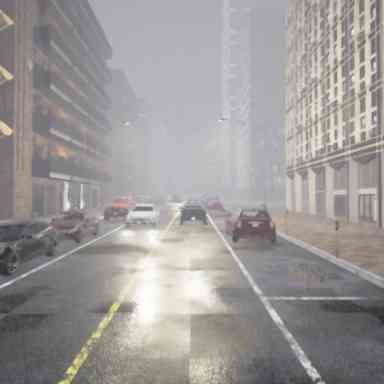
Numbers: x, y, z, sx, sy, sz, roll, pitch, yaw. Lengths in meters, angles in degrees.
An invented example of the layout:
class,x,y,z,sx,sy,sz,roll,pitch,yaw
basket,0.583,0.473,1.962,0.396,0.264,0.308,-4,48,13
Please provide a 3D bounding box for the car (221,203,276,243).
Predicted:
class,x,y,z,sx,sy,sz,roll,pitch,yaw
car,2.704,1.434,16.039,1.967,1.590,4.097,1,0,0

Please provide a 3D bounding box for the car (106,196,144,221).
class,x,y,z,sx,sy,sz,roll,pitch,yaw
car,-5.642,1.305,27.035,2.192,1.841,5.009,1,0,0

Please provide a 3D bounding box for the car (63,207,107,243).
class,x,y,z,sx,sy,sz,roll,pitch,yaw
car,-5.646,1.576,15.942,1.802,1.307,4.206,1,0,0

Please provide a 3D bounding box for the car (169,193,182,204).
class,x,y,z,sx,sy,sz,roll,pitch,yaw
car,-3.034,1.325,64.109,2.097,1.767,4.553,0,0,0

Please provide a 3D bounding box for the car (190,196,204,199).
class,x,y,z,sx,sy,sz,roll,pitch,yaw
car,0.091,1.530,42.711,2.033,1.411,5.357,0,0,0

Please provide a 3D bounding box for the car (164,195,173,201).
class,x,y,z,sx,sy,sz,roll,pitch,yaw
car,-5.690,1.490,81.774,1.752,1.417,4.829,1,0,0

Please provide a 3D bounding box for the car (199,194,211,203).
class,x,y,z,sx,sy,sz,roll,pitch,yaw
car,2.696,1.284,70.956,2.192,1.841,5.009,1,0,0

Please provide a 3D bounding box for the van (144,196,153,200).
class,x,y,z,sx,sy,sz,roll,pitch,yaw
van,-5.645,1.326,38.128,1.690,1.788,3.998,1,0,0

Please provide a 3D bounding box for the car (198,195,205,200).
class,x,y,z,sx,sy,sz,roll,pitch,yaw
car,2.686,1.542,92.988,1.802,1.307,4.206,1,0,0

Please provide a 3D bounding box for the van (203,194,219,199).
class,x,y,z,sx,sy,sz,roll,pitch,yaw
van,2.701,1.323,43.778,1.690,1.788,3.998,1,0,0

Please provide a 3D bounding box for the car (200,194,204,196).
class,x,y,z,sx,sy,sz,roll,pitch,yaw
car,2.693,1.556,60.421,1.802,1.307,4.206,1,0,0

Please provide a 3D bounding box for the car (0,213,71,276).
class,x,y,z,sx,sy,sz,roll,pitch,yaw
car,-5.645,1.562,10.395,1.947,1.339,4.313,1,0,0

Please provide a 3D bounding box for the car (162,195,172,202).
class,x,y,z,sx,sy,sz,roll,pitch,yaw
car,-5.689,1.492,76.261,1.752,1.417,4.829,1,0,0

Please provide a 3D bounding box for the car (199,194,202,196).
class,x,y,z,sx,sy,sz,roll,pitch,yaw
car,2.691,1.554,65.449,1.802,1.307,4.206,1,0,0

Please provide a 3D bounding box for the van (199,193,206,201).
class,x,y,z,sx,sy,sz,roll,pitch,yaw
van,2.692,1.303,87.480,1.690,1.788,3.998,1,0,0

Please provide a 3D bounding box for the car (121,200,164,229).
class,x,y,z,sx,sy,sz,roll,pitch,yaw
car,-3.103,1.517,21.843,1.812,1.442,4.674,0,0,0

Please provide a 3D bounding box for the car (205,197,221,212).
class,x,y,z,sx,sy,sz,roll,pitch,yaw
car,2.697,1.567,38.230,1.802,1.307,4.206,1,0,0

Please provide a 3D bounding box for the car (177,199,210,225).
class,x,y,z,sx,sy,sz,roll,pitch,yaw
car,0.096,1.494,24.202,1.837,1.490,4.892,0,0,0

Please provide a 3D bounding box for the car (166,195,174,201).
class,x,y,z,sx,sy,sz,roll,pitch,yaw
car,-5.691,1.487,87.284,1.752,1.417,4.829,1,0,0

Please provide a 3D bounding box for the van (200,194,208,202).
class,x,y,z,sx,sy,sz,roll,pitch,yaw
van,2.694,1.308,76.464,1.690,1.788,3.998,1,0,0

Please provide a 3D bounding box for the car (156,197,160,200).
class,x,y,z,sx,sy,sz,roll,pitch,yaw
car,-5.651,1.564,43.676,1.802,1.307,4.206,1,0,0

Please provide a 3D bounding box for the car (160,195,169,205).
class,x,y,z,sx,sy,sz,roll,pitch,yaw
car,-5.654,1.556,60.316,1.802,1.307,4.206,1,0,0
